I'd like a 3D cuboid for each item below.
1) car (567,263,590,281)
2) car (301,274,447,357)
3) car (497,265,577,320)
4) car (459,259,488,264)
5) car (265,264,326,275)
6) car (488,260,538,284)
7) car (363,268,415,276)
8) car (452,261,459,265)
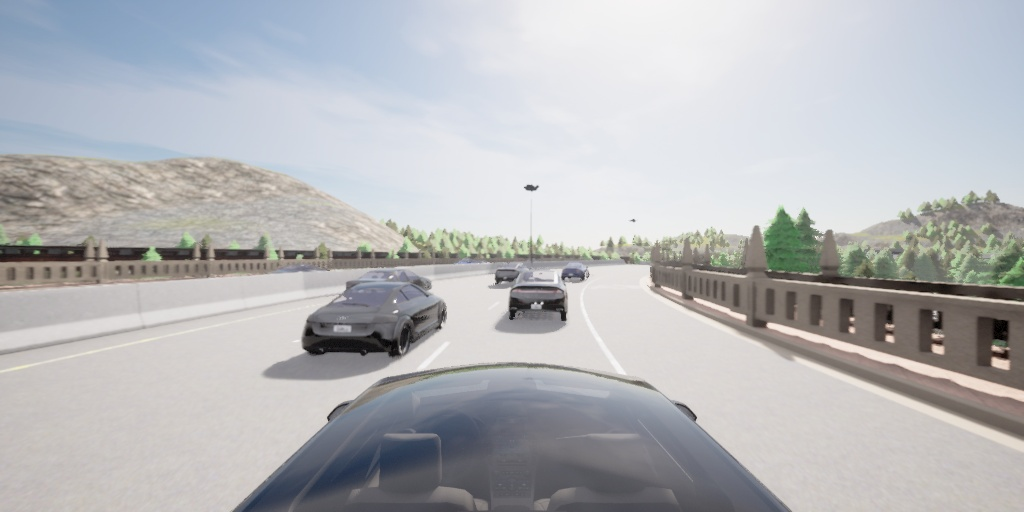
[{"bbox_3d":[5.407,1.300,30.400,1.812,1.442,4.674,0,0,19],"label":"car"},{"bbox_3d":[-2.941,1.300,8.551,1.994,1.385,4.181,0,0,4],"label":"car"},{"bbox_3d":[1.017,1.245,12.693,2.128,1.511,4.902,0,0,7],"label":"car"},{"bbox_3d":[-3.922,1.279,44.653,2.033,1.411,5.357,0,0,26],"label":"car"},{"bbox_3d":[-14.697,1.245,24.538,1.994,1.385,4.181,0,0,14],"label":"car"},{"bbox_3d":[0.220,1.242,25.656,2.128,1.511,4.902,0,0,16],"label":"car"},{"bbox_3d":[-5.499,1.272,16.605,2.033,1.411,5.357,0,0,10],"label":"car"},{"bbox_3d":[-6.980,1.195,53.874,1.882,1.535,5.008,0,0,29],"label":"car"}]
